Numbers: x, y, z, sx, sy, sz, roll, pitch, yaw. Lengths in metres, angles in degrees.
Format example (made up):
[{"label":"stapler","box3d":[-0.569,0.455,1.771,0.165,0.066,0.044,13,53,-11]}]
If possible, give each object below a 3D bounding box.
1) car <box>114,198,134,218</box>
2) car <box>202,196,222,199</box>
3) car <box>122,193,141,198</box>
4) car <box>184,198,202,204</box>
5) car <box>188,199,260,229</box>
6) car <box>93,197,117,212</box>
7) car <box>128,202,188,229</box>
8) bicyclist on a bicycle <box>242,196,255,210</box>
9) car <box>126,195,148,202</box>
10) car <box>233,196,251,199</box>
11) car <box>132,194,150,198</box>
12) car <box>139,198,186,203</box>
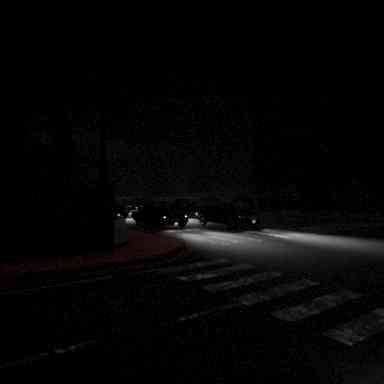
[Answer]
[{"label":"car","box3d":[-7.149,1.491,29.611,2.033,1.411,5.357,0,0,-26]},{"label":"car","box3d":[3.830,1.419,64.042,5.008,1.535,1.882,0,0,-44]},{"label":"car","box3d":[-9.726,1.162,53.335,2.150,2.045,5.566,0,0,13]},{"label":"car","box3d":[-1.184,1.421,33.438,1.882,1.535,5.008,0,0,-26]},{"label":"car","box3d":[2.171,1.435,21.176,2.128,1.511,4.902,0,0,-35]},{"label":"car","box3d":[-10.172,1.435,39.255,2.128,1.511,4.902,0,0,-8]},{"label":"car","box3d":[-2.135,1.545,21.369,1.895,1.301,4.718,0,0,-33]},{"label":"bicyclist on a bicycle","box3d":[6.197,1.243,36.575,1.656,1.620,0.582,0,0,-25]},{"label":"car","box3d":[-6.413,1.448,37.909,1.837,1.490,4.892,0,0,-11]},{"label":"car","box3d":[10.198,1.419,65.081,5.008,1.535,1.882,0,0,-35]},{"label":"car","box3d":[-6.979,1.435,48.691,2.128,1.511,4.902,0,0,8]},{"label":"car","box3d":[-2.636,1.507,28.682,1.994,1.385,4.181,0,0,-30]}]
